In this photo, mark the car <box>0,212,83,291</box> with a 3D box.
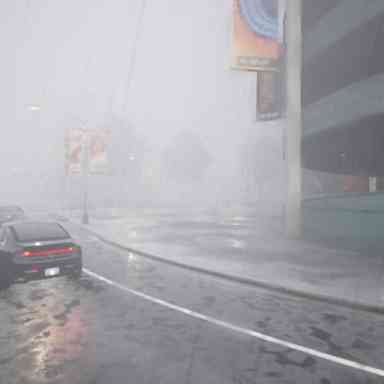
[{"bbox_3d":[-4.643,1.541,9.314,1.837,1.490,4.892,0,0,-39],"label":"car"}]

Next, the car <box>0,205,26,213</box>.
[{"bbox_3d":[-12.743,1.626,23.279,2.033,1.411,5.357,1,0,-28],"label":"car"}]
